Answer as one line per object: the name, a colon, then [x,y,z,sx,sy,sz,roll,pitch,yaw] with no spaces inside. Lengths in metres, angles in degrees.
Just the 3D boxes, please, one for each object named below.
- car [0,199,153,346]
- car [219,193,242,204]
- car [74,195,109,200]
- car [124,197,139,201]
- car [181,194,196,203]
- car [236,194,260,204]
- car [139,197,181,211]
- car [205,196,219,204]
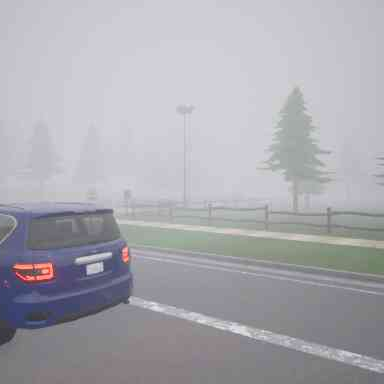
car: [-3.598,1.221,6.501,5.566,2.045,2.150,0,0,36]
car: [8.012,1.226,64.009,2.150,2.045,5.566,0,0,35]
car: [-13.264,1.492,45.947,2.128,1.511,4.902,0,0,35]
car: [-6.384,1.564,43.572,1.994,1.385,4.181,0,0,35]
car: [-1.106,1.351,63.272,2.097,1.767,4.553,0,0,35]
car: [10.860,1.548,61.980,2.033,1.411,5.357,0,0,35]
car: [-3.868,1.504,41.064,1.837,1.490,4.892,0,0,35]
car: [4.443,1.477,65.032,1.882,1.535,5.008,0,0,35]
